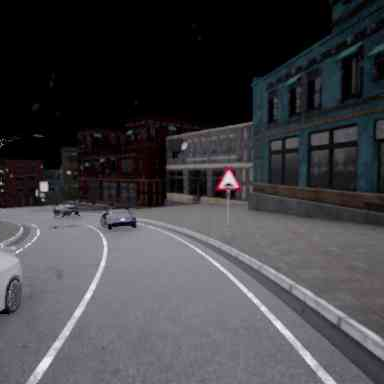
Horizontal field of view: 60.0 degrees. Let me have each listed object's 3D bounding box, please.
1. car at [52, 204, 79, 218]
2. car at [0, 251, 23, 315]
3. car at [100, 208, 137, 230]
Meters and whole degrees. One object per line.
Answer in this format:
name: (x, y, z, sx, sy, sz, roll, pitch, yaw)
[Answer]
car: (-14.748, 2.157, 38.734, 1.837, 1.490, 4.892, -3, 0, -40)
car: (-4.110, 1.580, 4.909, 1.812, 1.442, 4.674, -1, 0, -6)
car: (-5.265, 1.795, 23.454, 1.994, 1.385, 4.181, -2, 0, -22)
